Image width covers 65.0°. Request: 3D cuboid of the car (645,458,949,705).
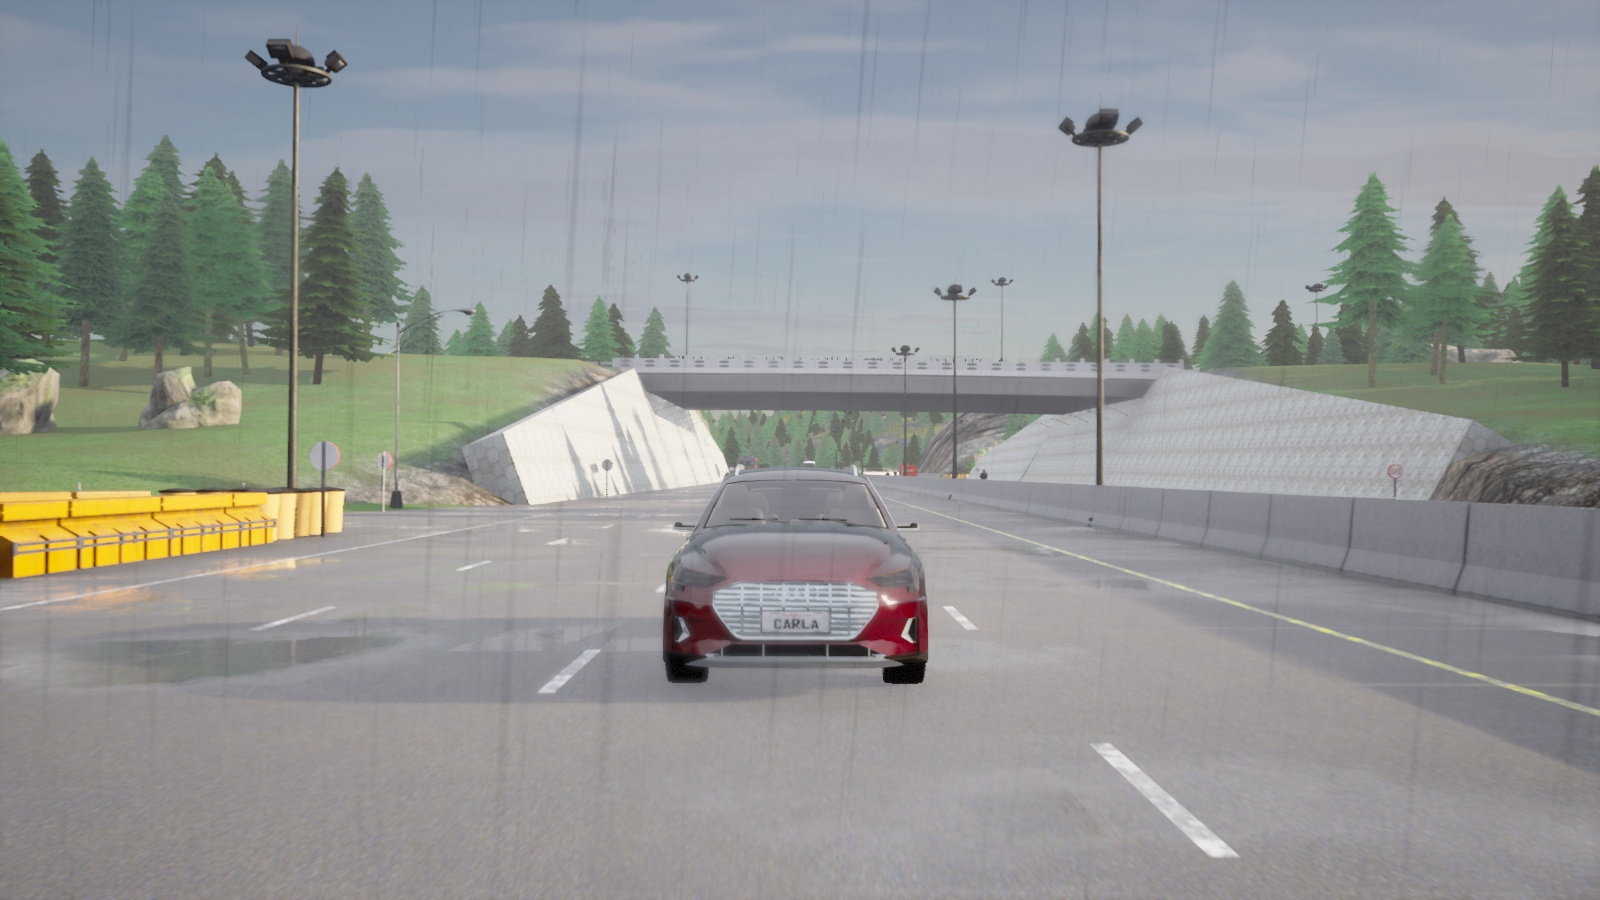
[{"bbox_3d":[-0.027,0.927,10.845,2.033,1.649,4.856,0,-1,0],"label":"car"}]
